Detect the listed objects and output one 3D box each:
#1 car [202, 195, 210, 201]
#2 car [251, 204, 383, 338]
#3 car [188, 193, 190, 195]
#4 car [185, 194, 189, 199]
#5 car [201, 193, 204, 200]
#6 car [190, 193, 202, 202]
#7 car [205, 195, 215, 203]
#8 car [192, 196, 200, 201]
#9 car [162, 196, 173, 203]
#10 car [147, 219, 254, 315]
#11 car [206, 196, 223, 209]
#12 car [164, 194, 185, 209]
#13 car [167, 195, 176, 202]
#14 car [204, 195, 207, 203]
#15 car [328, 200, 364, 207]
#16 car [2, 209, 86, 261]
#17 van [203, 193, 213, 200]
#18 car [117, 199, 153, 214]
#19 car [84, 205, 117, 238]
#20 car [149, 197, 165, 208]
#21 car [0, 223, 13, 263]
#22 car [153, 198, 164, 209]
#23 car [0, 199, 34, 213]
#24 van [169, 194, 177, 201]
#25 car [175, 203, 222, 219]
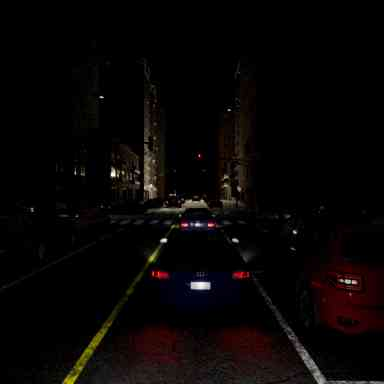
[{"bbox_3d":[3.820,1.600,90.201,1.947,1.339,4.313,1,0,1],"label":"car"},{"bbox_3d":[2.754,1.316,6.552,2.192,1.841,5.009,1,0,1],"label":"car"},{"bbox_3d":[-2.000,1.119,78.840,1.882,1.535,5.008,0,0,1],"label":"car"},{"bbox_3d":[-2.252,1.565,63.474,2.033,1.411,5.357,0,0,1],"label":"car"},{"bbox_3d":[3.533,1.335,67.510,2.192,1.841,5.009,1,0,1],"label":"car"},{"bbox_3d":[0.953,1.565,74.194,2.033,1.411,5.357,0,0,1],"label":"car"},{"bbox_3d":[3.313,1.595,50.491,1.802,1.307,4.206,1,0,1],"label":"car"},{"bbox_3d":[1.078,1.626,84.893,1.895,1.301,4.718,0,0,1],"label":"car"},{"bbox_3d":[-4.994,1.602,67.626,1.802,1.307,4.206,1,0,1],"label":"car"},{"bbox_3d":[0.176,1.566,7.678,1.994,1.385,4.181,0,0,1],"label":"car"},{"bbox_3d":[3.240,1.593,44.818,1.802,1.307,4.206,1,0,1],"label":"car"},{"bbox_3d":[-2.516,1.363,46.148,2.097,1.767,4.553,0,0,1],"label":"car"},{"bbox_3d":[-4.848,1.466,78.970,1.967,1.590,4.097,1,0,1],"label":"car"},{"bbox_3d":[3.385,1.597,56.164,1.802,1.307,4.206,1,0,1],"label":"car"},{"bbox_3d":[13.991,1.503,31.884,4.553,1.767,2.097,0,-1,1],"label":"car"},{"bbox_3d":[-5.702,1.547,12.294,1.887,1.381,4.507,1,0,1],"label":"car"},{"bbox_3d":[3.460,1.358,61.837,1.690,1.788,3.998,1,0,1],"label":"van"},{"bbox_3d":[-6.717,1.585,33.575,4.718,1.301,1.895,1,-1,-41],"label":"car"},{"bbox_3d":[-5.632,1.529,17.748,1.752,1.417,4.829,1,0,1],"label":"car"},{"bbox_3d":[-5.212,1.557,50.609,1.887,1.381,4.507,1,0,1],"label":"car"},{"bbox_3d":[-5.776,1.526,6.500,1.752,1.417,4.829,1,0,1],"label":"car"},{"bbox_3d":[-5.284,1.555,44.936,1.887,1.381,4.507,1,0,1],"label":"car"},{"bbox_3d":[-16.422,1.342,29.240,4.902,1.511,2.128,1,-1,1],"label":"car"},{"bbox_3d":[-4.775,1.371,84.643,1.690,1.788,3.998,1,0,1],"label":"van"},{"bbox_3d":[0.270,1.552,17.741,2.033,1.411,5.357,0,0,0],"label":"car"}]
